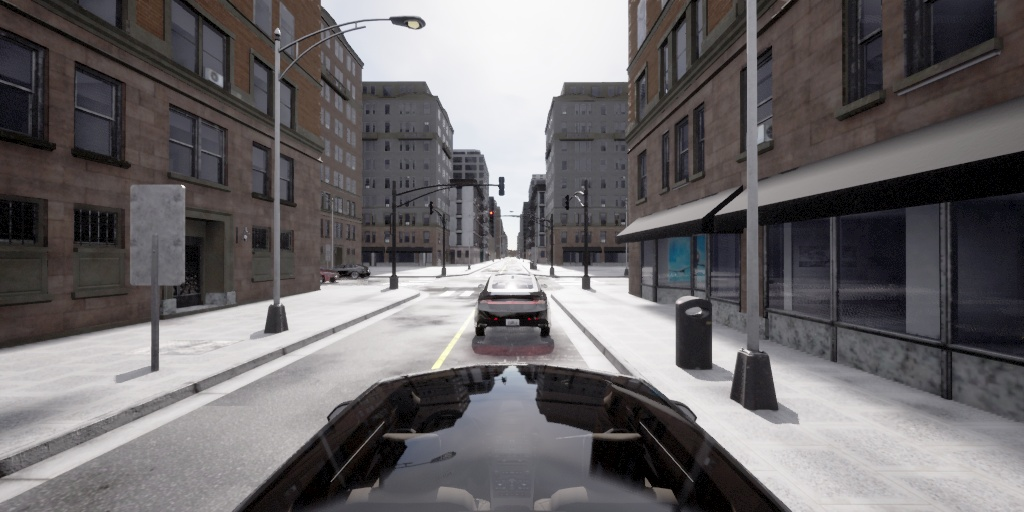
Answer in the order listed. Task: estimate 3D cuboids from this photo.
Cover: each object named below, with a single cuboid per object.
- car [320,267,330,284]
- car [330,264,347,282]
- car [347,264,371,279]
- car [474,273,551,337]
[{"bbox_3d":[-14.713,1.289,23.487,4.313,1.339,1.948,0,0,0],"label":"car"},{"bbox_3d":[-14.743,1.300,26.031,4.181,1.385,1.994,0,0,0],"label":"car"},{"bbox_3d":[-14.686,1.330,31.513,4.313,1.339,1.948,0,0,0],"label":"car"},{"bbox_3d":[0.022,1.242,10.302,2.128,1.511,4.902,0,0,0],"label":"car"}]
